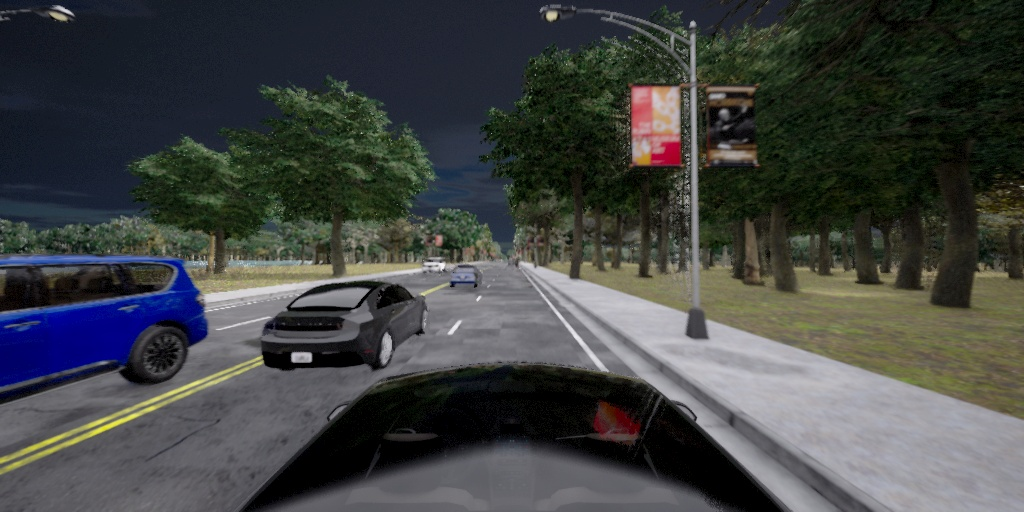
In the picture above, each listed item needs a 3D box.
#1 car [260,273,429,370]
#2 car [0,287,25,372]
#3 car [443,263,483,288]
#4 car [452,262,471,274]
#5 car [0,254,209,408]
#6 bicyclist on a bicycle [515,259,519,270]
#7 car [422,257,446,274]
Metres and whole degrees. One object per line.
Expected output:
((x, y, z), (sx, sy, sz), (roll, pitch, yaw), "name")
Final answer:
((-3.151, 1.284, 7.799), (1.837, 1.490, 4.892), (0, 0, 0), "car")
((-9.848, 1.288, 4.241), (1.812, 1.442, 4.674), (0, 0, 0), "car")
((-3.146, 1.410, 25.284), (2.033, 1.411, 5.357), (0, 0, 0), "car")
((-6.565, 1.546, 46.989), (1.994, 1.385, 4.181), (0, 0, 0), "car")
((-6.598, 0.983, 4.186), (2.150, 2.045, 5.566), (0, 0, 0), "car")
((0.910, 1.502, 59.058), (0.582, 1.620, 1.656), (0, -1, 0), "bicyclist on a bicycle")
((-9.823, 1.196, 45.621), (2.150, 2.045, 5.566), (0, 0, 0), "car")
